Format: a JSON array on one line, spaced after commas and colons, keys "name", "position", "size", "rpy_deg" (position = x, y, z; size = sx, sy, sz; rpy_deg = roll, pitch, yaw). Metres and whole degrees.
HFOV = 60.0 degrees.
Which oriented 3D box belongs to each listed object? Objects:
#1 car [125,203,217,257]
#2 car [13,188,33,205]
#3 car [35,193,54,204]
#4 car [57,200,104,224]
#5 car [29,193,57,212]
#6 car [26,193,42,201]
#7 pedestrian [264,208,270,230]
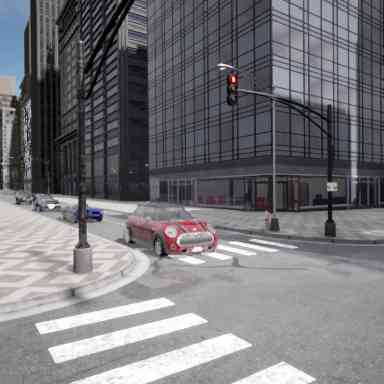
[{"name": "car", "position": [-0.972, 1.286, 12.936], "size": [2.097, 1.767, 4.553], "rpy_deg": [-1, 1, -31]}, {"name": "car", "position": [-23.396, 0.802, 46.674], "size": [2.150, 2.045, 5.566], "rpy_deg": [-1, 1, -34]}, {"name": "car", "position": [-22.871, 0.951, 51.438], "size": [1.837, 1.490, 4.892], "rpy_deg": [-1, 1, -34]}, {"name": "car", "position": [-7.818, 1.419, 23.466], "size": [1.895, 1.301, 4.718], "rpy_deg": [-1, 1, -34]}, {"name": "car", "position": [-14.775, 1.188, 33.769], "size": [2.128, 1.511, 4.902], "rpy_deg": [-1, 1, -34]}, {"name": "car", "position": [-28.438, 0.922, 59.669], "size": [1.895, 1.301, 4.718], "rpy_deg": [-1, 1, -34]}, {"name": "pedestrian", "position": [3.902, 1.373, 17.255], "size": [0.500, 1.100, 0.500], "rpy_deg": [0, 0, -34]}]
